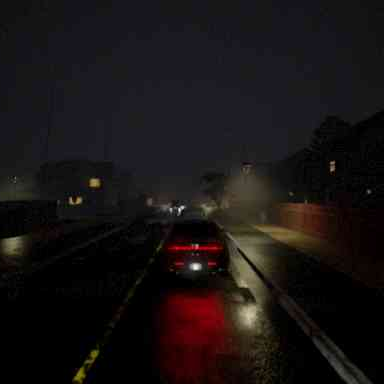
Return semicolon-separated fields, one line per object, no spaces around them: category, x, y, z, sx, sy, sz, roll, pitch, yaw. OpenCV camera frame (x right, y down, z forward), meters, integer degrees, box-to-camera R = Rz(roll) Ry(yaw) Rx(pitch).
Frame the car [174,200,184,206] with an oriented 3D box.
car;-2.837;2.357;73.742;1.895;1.301;4.718;0;-1;0

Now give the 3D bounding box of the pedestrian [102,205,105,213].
pedestrian;-9.954;1.756;37.417;0.375;1.860;0.375;0;-2;5

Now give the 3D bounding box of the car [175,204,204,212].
car;0.045;1.719;21.092;2.033;1.411;5.357;0;-1;-1

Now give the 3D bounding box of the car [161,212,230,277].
car;0.089;1.585;10.505;1.837;1.490;4.892;0;0;0

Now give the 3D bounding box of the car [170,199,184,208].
car;-2.867;2.072;58.701;1.837;1.490;4.892;0;-1;0
